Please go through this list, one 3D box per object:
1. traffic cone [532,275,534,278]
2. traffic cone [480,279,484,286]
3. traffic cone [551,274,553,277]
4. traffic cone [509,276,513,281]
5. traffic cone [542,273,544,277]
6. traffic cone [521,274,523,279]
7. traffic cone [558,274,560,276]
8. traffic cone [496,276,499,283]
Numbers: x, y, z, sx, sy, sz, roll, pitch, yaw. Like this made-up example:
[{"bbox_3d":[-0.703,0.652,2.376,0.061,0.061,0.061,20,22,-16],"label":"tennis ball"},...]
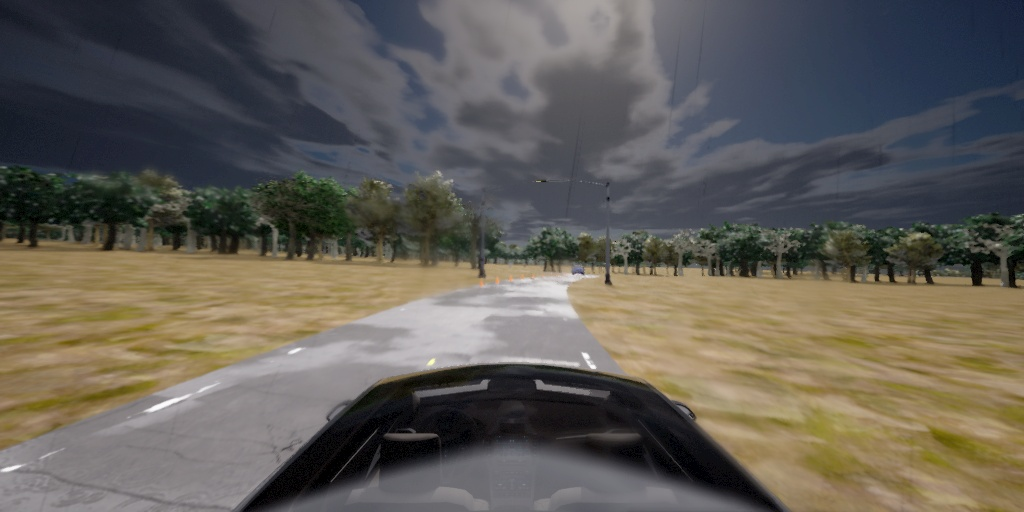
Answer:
[{"bbox_3d":[2.696,2.527,46.291,0.340,0.580,0.340,0,0,18],"label":"traffic cone"},{"bbox_3d":[-2.220,1.951,26.520,0.340,0.580,0.340,0,0,10],"label":"traffic cone"},{"bbox_3d":[6.215,2.916,55.843,0.340,0.580,0.340,0,0,22],"label":"traffic cone"},{"bbox_3d":[-0.122,2.203,36.496,0.340,0.580,0.340,0,0,14],"label":"traffic cone"},{"bbox_3d":[4.370,2.714,51.103,0.340,0.580,0.340,0,0,20],"label":"traffic cone"},{"bbox_3d":[1.198,2.356,41.419,0.340,0.580,0.340,0,0,16],"label":"traffic cone"},{"bbox_3d":[7.939,3.111,60.392,0.340,0.580,0.340,0,0,19],"label":"traffic cone"},{"bbox_3d":[-1.261,2.068,31.528,0.340,0.580,0.340,0,0,12],"label":"traffic cone"}]
